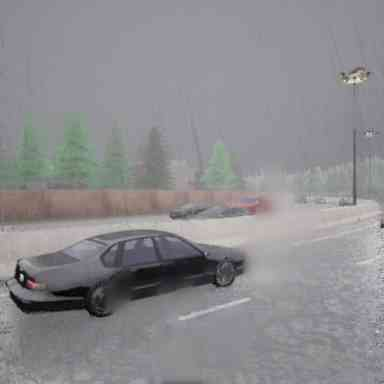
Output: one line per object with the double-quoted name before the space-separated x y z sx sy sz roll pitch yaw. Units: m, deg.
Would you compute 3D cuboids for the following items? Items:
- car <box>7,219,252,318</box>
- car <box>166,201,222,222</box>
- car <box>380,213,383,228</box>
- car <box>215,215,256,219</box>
"car" -1.057 1.572 7.490 5.357 1.411 2.033 0 0 -38
"car" 0.277 1.559 27.885 1.882 1.535 5.008 0 0 43
"car" 13.503 1.561 21.450 1.812 1.442 4.674 0 0 41
"car" 1.705 1.558 19.427 4.892 1.490 1.837 0 0 -44
